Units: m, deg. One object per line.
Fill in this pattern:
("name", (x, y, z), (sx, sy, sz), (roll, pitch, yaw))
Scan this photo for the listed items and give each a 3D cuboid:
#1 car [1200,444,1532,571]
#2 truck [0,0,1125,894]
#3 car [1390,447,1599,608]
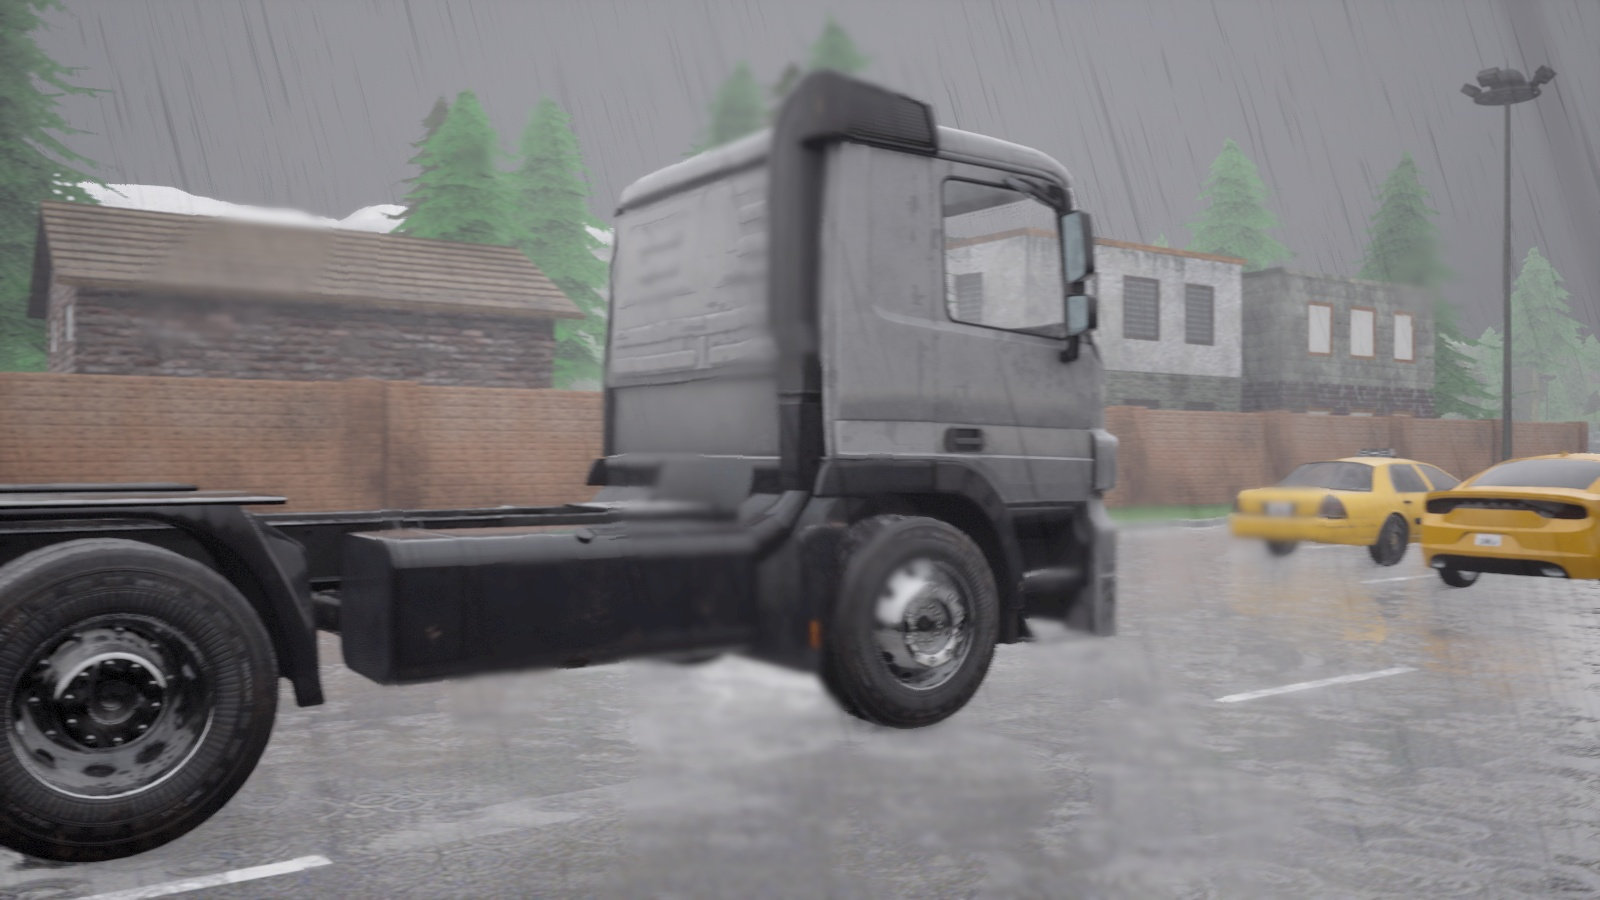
("car", (8.165, 0.711, 17.870), (5.366, 1.575, 1.801), (0, 0, -35))
("truck", (-2.141, -0.216, 6.436), (7.936, 3.462, 2.891), (0, 0, -35))
("car", (8.931, 0.739, 14.139), (5.008, 1.535, 1.882), (0, 0, -35))
